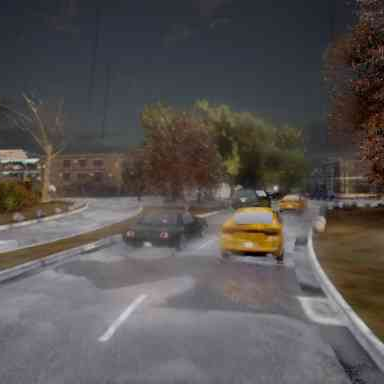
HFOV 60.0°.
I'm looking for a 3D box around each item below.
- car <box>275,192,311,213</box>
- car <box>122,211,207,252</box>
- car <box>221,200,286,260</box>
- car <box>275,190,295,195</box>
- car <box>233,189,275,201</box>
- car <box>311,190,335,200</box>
[{"bbox_3d":[9.111,0.985,29.631,1.882,1.535,5.008,0,0,26],"label":"car"},{"bbox_3d":[-0.800,1.383,13.016,1.895,1.301,4.718,0,1,17],"label":"car"},{"bbox_3d":[2.284,1.281,11.828,1.882,1.535,5.008,0,2,16],"label":"car"},{"bbox_3d":[19.615,0.553,71.236,2.150,2.045,5.566,0,0,-33],"label":"car"},{"bbox_3d":[5.168,0.737,28.345,2.150,2.045,5.566,0,1,26],"label":"car"},{"bbox_3d":[26.126,0.557,67.317,2.150,2.045,5.566,0,0,-28],"label":"car"}]
